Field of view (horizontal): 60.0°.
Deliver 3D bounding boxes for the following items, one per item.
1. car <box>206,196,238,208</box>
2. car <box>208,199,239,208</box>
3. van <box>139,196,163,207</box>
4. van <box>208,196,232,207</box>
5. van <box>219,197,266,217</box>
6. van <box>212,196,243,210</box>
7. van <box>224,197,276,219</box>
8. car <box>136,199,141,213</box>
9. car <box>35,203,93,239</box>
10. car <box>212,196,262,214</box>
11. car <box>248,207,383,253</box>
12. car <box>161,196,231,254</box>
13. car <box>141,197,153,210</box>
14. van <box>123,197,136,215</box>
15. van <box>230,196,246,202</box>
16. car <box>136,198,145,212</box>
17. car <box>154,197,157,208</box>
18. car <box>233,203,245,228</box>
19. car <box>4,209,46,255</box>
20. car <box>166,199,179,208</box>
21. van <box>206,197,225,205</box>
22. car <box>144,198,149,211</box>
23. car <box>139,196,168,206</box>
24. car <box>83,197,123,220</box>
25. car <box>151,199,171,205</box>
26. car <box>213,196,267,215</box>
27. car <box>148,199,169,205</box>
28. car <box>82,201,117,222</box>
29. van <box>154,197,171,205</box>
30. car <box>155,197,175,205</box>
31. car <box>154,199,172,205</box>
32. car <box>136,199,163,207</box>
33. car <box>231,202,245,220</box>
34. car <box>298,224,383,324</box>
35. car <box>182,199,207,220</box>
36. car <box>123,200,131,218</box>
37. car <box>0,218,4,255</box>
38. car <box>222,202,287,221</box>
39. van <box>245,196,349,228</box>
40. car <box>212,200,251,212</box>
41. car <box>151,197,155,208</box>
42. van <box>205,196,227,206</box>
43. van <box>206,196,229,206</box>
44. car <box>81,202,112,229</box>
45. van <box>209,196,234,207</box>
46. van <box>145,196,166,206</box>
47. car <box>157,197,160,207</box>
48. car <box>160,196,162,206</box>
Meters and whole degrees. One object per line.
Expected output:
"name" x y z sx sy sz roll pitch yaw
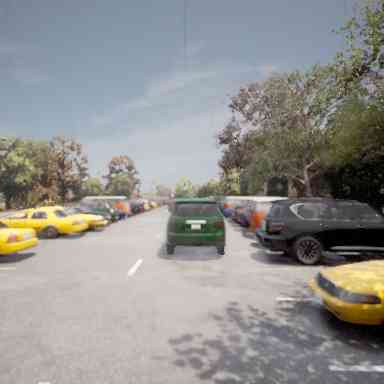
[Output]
"car" 5.218 1.708 58.497 5.566 2.045 2.435 0 -1 0
"car" 5.231 1.926 55.599 5.008 1.535 2.097 0 -1 0
"van" -7.930 1.791 64.103 4.442 1.987 1.878 0 -1 0
"van" 5.383 1.795 63.911 4.442 1.987 1.878 0 -1 0
"van" 5.040 1.450 33.442 4.442 1.987 1.878 0 -1 0
"van" 5.333 1.640 50.186 4.442 1.987 1.878 0 -1 0
"van" 5.263 1.419 30.671 4.442 1.987 1.878 0 -1 0
"car" -7.952 1.702 33.564 4.792 1.488 2.163 0 -1 0
"car" -8.168 1.521 17.040 5.366 1.575 1.946 0 0 0
"car" 5.148 1.487 38.981 5.566 2.045 2.435 0 -1 0
"car" 5.059 1.548 14.057 4.792 1.488 2.163 0 0 0
"car" 0.143 1.259 13.864 2.150 2.045 5.566 0 0 0
"car" -8.078 1.763 41.893 5.366 1.575 1.946 0 -1 0
"van" -7.816 1.415 30.790 4.442 1.987 1.878 0 -1 0
"van" 5.018 1.359 25.116 4.442 1.987 1.878 0 -1 0
"car" -7.942 1.733 36.340 4.792 1.488 2.163 0 -1 0
"car" -7.879 1.830 47.444 4.892 1.521 2.231 0 -1 0
"car" 5.136 1.571 19.722 4.792 1.488 2.163 0 0 0
"car" -8.188 1.504 11.367 5.366 1.575 1.946 0 0 0
"car" -3.341 1.954 58.596 1.882 1.535 5.008 0 0 1
"van" 5.433 2.111 77.741 4.442 1.987 1.878 0 -2 0
"car" -7.932 1.764 39.116 4.792 1.488 2.163 0 -1 0
"car" -7.775 1.797 66.879 5.566 2.045 2.435 0 -1 0
"car" -7.921 1.455 25.240 4.553 1.767 2.185 0 -1 0
"car" -7.738 2.488 83.507 5.008 1.535 2.097 0 -2 0
"car" 5.138 1.456 36.211 5.566 2.045 2.435 0 -1 0
"car" -7.793 2.366 77.958 4.792 1.488 2.163 0 -2 0
"car" -7.969 1.557 22.459 4.892 1.521 2.231 0 0 0
"van" -7.617 2.339 86.289 4.442 1.987 1.878 0 -2 0
"car" -7.732 2.541 94.615 5.566 2.045 2.435 0 -2 0
"car" -7.721 2.681 89.057 4.674 1.452 2.002 0 -2 0
"car" -7.821 2.026 61.324 4.674 1.452 2.002 0 -1 0
"car" 5.146 1.589 22.361 4.792 1.488 2.163 0 -1 0
"car" 4.871 1.494 5.749 5.366 1.575 1.946 0 0 0
"car" 0.205 1.510 30.231 2.097 1.767 4.553 0 -1 0
"car" -7.913 1.639 28.011 4.792 1.488 2.163 0 -1 0
"car" -8.006 1.501 8.590 4.892 1.521 2.231 0 0 0
"car" 5.142 1.614 27.899 5.008 1.535 2.097 0 -1 0
"van" 5.214 1.303 16.951 4.442 1.987 1.878 0 0 0
"car" 5.191 1.801 44.519 5.008 1.535 2.097 0 -1 0
"car" -7.877 1.799 44.668 4.892 1.521 2.231 0 -1 0
"van" 5.179 1.959 72.205 4.442 1.987 1.878 0 -2 0
"van" 5.160 1.827 66.815 4.442 1.987 1.878 0 -1 0
"car" -7.787 1.534 19.691 5.366 1.575 1.946 0 0 0
"van" 5.373 1.765 61.266 4.442 1.987 1.878 0 -1 0
"van" -7.900 1.959 72.414 4.442 1.987 1.878 0 -2 0
"car" -8.049 1.857 50.221 5.366 1.575 1.946 0 -1 0
"car" -7.874 1.797 55.774 4.553 1.767 2.185 0 -1 0
